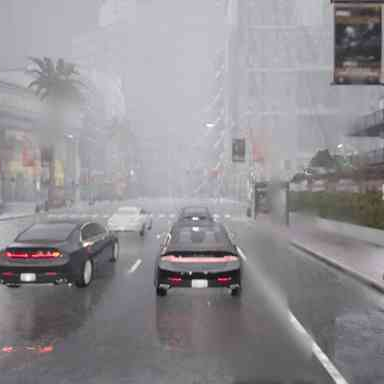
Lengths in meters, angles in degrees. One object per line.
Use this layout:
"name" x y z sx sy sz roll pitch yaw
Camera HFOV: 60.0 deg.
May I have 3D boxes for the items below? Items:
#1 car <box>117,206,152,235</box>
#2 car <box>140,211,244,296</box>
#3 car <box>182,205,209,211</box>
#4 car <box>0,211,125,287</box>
"car" -3.327 1.515 18.187 1.812 1.442 4.674 0 0 0
"car" 0.144 1.486 8.604 2.128 1.511 4.902 0 0 0
"car" 0.172 1.494 18.021 1.837 1.490 4.892 0 0 0
"car" -3.356 1.499 9.247 1.837 1.490 4.892 0 0 0
